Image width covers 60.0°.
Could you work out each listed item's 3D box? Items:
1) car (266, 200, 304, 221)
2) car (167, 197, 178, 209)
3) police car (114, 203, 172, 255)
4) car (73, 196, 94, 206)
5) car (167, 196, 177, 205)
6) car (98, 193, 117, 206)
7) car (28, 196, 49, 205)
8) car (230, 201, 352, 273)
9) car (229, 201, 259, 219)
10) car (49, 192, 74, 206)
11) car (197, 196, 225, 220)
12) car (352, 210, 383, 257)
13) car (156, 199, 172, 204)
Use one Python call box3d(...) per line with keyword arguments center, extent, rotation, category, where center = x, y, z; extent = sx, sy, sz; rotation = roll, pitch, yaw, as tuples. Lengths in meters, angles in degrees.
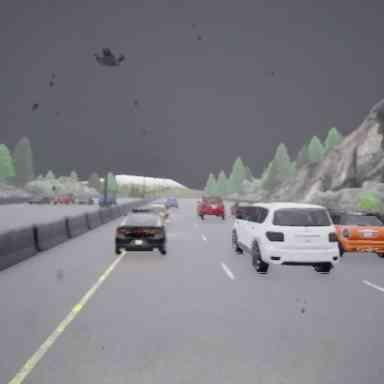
box3d(center=(8.704, 1.660, 31.469), extent=(2.097, 1.767, 4.553), rotation=(1, 0, -3), category="car")
box3d(center=(-2.945, 1.701, 49.401), extent=(2.033, 1.411, 5.357), rotation=(1, 0, -3), category="car")
box3d(center=(-1.955, 1.514, 13.922), extent=(1.930, 1.638, 5.238), rotation=(1, 0, -3), category="police car")
box3d(center=(-17.309, 1.502, 54.257), extent=(1.994, 1.385, 4.181), rotation=(1, 0, -3), category="car")
box3d(center=(-3.895, 1.637, 65.923), extent=(1.882, 1.535, 5.008), rotation=(1, 0, -3), category="car")
box3d(center=(-13.831, 1.213, 54.739), extent=(2.150, 2.045, 5.566), rotation=(1, 0, -3), category="car")
box3d(center=(-24.244, 1.376, 53.204), extent=(2.033, 1.411, 5.357), rotation=(1, 0, -3), category="car")
box3d(center=(2.854, 1.368, 11.346), extent=(2.150, 2.045, 5.566), rotation=(1, 0, -3), category="car")
box3d(center=(5.092, 1.732, 33.292), extent=(1.882, 1.535, 5.008), rotation=(1, 0, -3), category="car")
box3d(center=(-20.813, 1.105, 54.337), extent=(2.150, 2.045, 5.566), rotation=(1, 0, -3), category="car")
box3d(center=(1.723, 1.421, 30.983), extent=(2.150, 2.045, 5.566), rotation=(1, 0, -3), category="car")
box3d(center=(6.201, 1.566, 14.060), extent=(2.097, 1.767, 4.553), rotation=(1, 0, -3), category="car")
box3d(center=(-2.535, 1.576, 23.995), extent=(1.801, 1.575, 5.366), rotation=(1, 0, -3), category="car")
